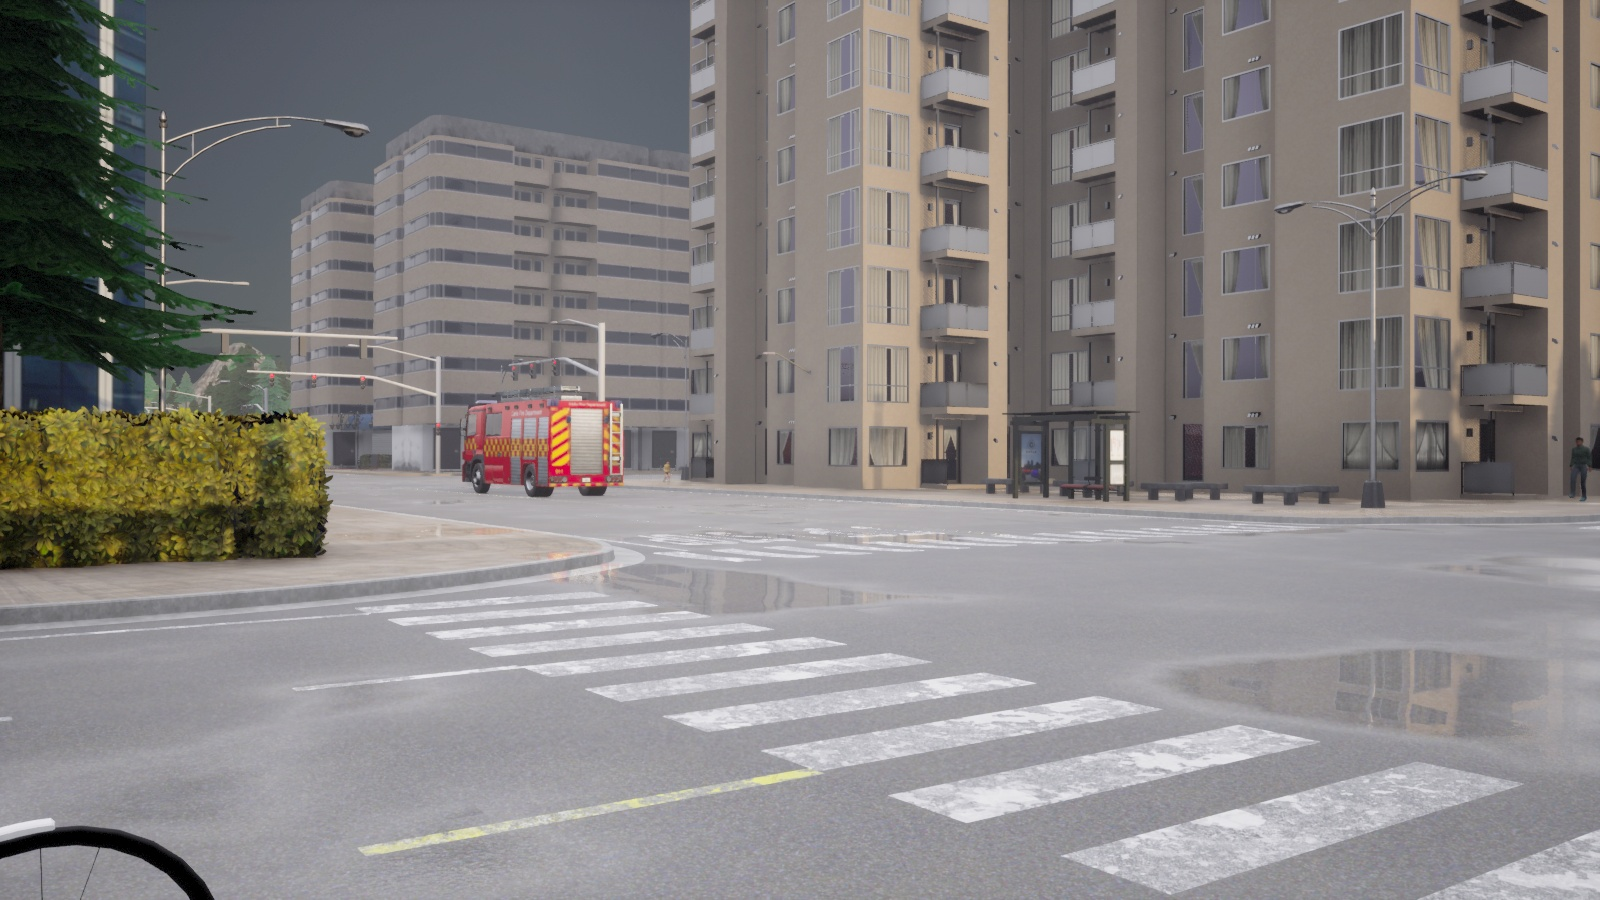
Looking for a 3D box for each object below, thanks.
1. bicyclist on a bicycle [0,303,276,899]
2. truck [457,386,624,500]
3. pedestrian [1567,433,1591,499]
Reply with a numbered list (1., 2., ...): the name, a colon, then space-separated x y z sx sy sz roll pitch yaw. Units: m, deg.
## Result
1. bicyclist on a bicycle: -2.003 0.625 2.277 1.843 1.776 0.659 0 0 -35
2. truck: -9.774 -0.230 46.430 2.891 3.827 8.468 0 0 -35
3. pedestrian: 21.948 0.439 35.373 0.614 1.847 0.353 0 0 -35
